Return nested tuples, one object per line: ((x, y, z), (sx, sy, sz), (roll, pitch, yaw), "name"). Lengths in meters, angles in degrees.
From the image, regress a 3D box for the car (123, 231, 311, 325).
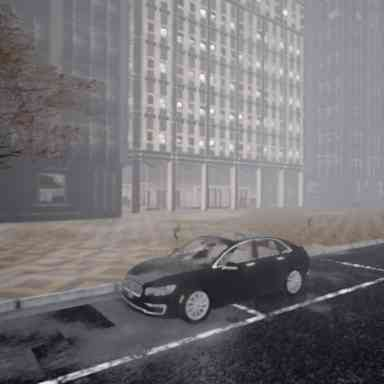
((0.714, 1.559, 7.061), (4.403, 1.369, 2.008), (0, 0, -36), "car")
